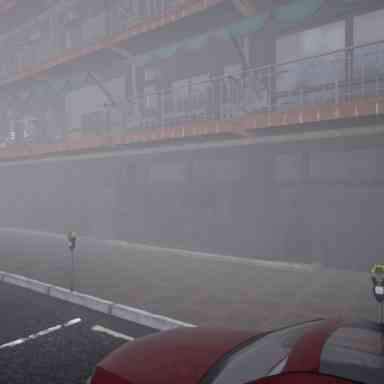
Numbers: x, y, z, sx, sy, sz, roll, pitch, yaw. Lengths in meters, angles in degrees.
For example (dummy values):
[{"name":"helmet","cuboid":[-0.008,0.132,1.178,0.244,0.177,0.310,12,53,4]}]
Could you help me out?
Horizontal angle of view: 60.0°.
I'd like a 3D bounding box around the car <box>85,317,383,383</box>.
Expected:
[{"name":"car","cuboid":[0.999,1.582,2.162,4.206,1.307,1.802,0,0,35]}]
